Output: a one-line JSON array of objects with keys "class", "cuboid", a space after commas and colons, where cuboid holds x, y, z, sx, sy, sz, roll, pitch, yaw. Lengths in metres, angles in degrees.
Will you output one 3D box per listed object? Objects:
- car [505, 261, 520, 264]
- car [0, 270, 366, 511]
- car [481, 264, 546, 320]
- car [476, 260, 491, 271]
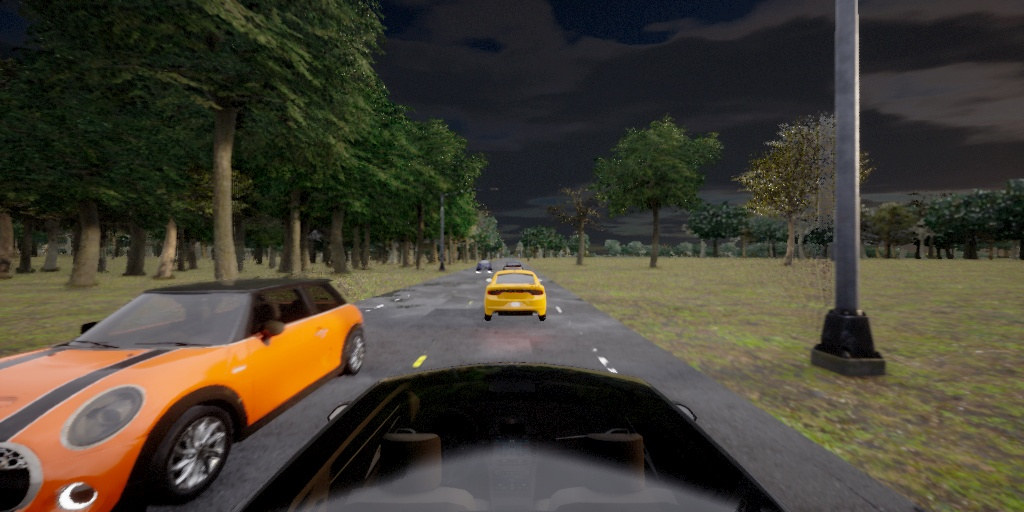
[{"class": "car", "cuboid": [0.098, 1.220, 33.295, 2.128, 1.511, 4.902, 0, 0, 0]}, {"class": "car", "cuboid": [-3.599, 1.102, 4.356, 2.097, 1.767, 4.553, 0, 0, 0]}, {"class": "car", "cuboid": [0.099, 1.226, 12.698, 1.882, 1.535, 5.008, 0, 0, 0]}, {"class": "car", "cuboid": [-3.580, 1.234, 46.974, 1.812, 1.442, 4.674, 0, 0, 0]}]
